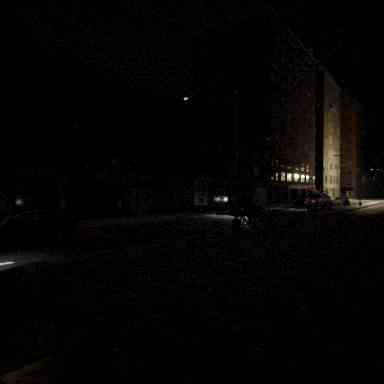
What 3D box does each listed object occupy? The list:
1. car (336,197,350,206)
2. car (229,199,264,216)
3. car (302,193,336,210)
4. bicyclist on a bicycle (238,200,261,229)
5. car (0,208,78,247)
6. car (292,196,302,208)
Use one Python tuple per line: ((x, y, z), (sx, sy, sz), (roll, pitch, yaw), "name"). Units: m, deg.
((23.313, 1.434, 51.915), (1.812, 1.442, 4.674), (0, 0, 36), "car")
((5.300, 1.439, 31.773), (1.837, 1.490, 4.892), (0, 0, 36), "car")
((15.920, 1.140, 41.562), (2.150, 2.045, 5.566), (0, 0, 35), "car")
((3.126, 1.270, 18.666), (1.656, 1.620, 0.582), (0, 0, 36), "bicyclist on a bicycle")
((-7.289, 1.462, 14.173), (2.128, 1.511, 4.902), (0, 0, 36), "car")
((15.448, 1.309, 45.810), (2.097, 1.767, 4.553), (0, 0, 36), "car")
